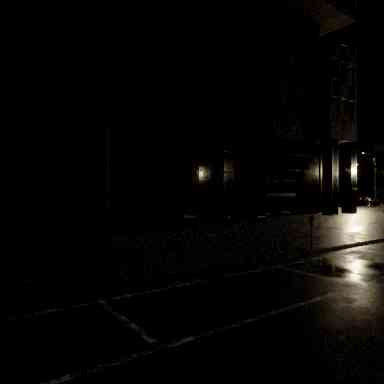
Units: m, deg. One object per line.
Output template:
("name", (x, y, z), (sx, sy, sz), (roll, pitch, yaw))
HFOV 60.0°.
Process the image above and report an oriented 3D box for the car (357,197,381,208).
("car", (24.428, 1.442, 47.799), (1.837, 1.490, 4.892), (0, 0, -36))
